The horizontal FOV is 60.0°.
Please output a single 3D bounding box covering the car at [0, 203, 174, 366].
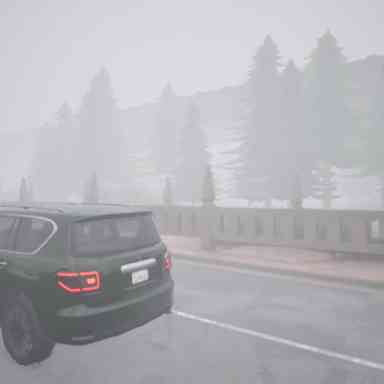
[{"bbox_3d":[-2.879,1.227,6.055,5.566,2.045,2.150,0,0,36],"label":"car"}]
